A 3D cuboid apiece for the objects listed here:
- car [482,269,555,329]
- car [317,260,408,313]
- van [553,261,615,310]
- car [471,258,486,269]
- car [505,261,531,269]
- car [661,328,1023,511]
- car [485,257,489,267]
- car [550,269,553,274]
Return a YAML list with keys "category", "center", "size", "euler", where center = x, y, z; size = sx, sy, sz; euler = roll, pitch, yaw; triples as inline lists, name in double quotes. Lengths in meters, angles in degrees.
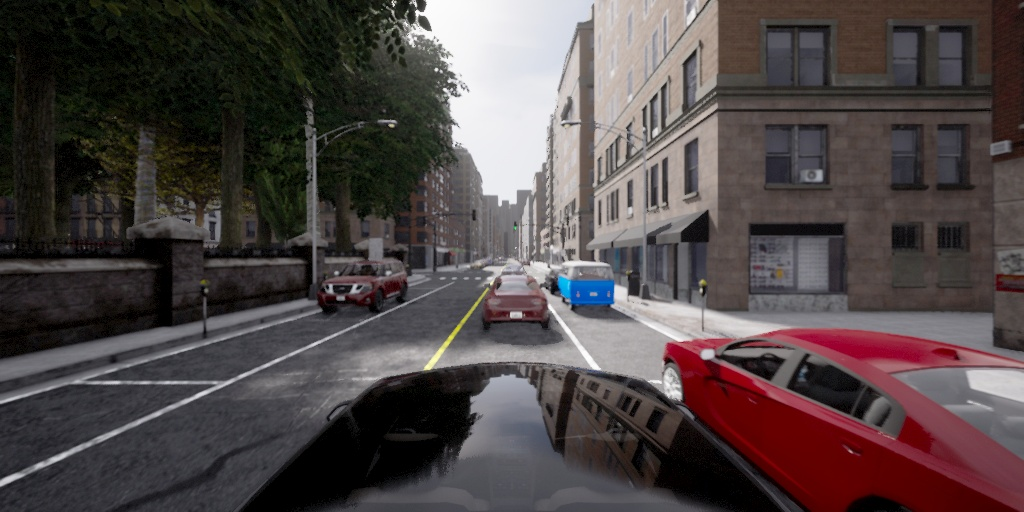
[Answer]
- category: "car"
  center: [0.102, 1.294, 11.205]
  size: [1.812, 1.442, 4.674]
  euler: [0, 0, 0]
- category: "car"
  center: [-5.668, 1.089, 14.379]
  size: [2.192, 1.841, 5.009]
  euler: [0, 0, 0]
- category: "van"
  center: [2.856, 1.115, 14.420]
  size: [1.690, 1.789, 3.998]
  euler: [0, 0, 0]
- category: "car"
  center: [-5.671, 1.359, 57.898]
  size: [1.751, 1.417, 4.829]
  euler: [0, 0, 0]
- category: "car"
  center: [0.240, 1.342, 27.742]
  size: [2.033, 1.411, 5.357]
  euler: [0, 0, 4]
- category: "car"
  center: [2.857, 1.298, 3.099]
  size: [1.888, 1.381, 4.507]
  euler: [0, 0, 0]
- category: "car"
  center: [-5.671, 1.393, 63.519]
  size: [2.007, 1.370, 4.403]
  euler: [0, 0, 0]
- category: "car"
  center: [2.856, 1.350, 20.080]
  size: [1.948, 1.339, 4.313]
  euler: [0, 0, 0]
